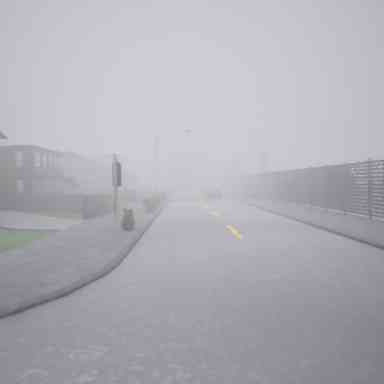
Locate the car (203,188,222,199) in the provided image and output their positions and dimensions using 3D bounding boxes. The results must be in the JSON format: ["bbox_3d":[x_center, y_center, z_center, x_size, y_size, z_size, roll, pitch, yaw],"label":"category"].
[{"bbox_3d":[3.027,0.238,45.834,1.994,1.385,4.181,-1,2,-2],"label":"car"}]
